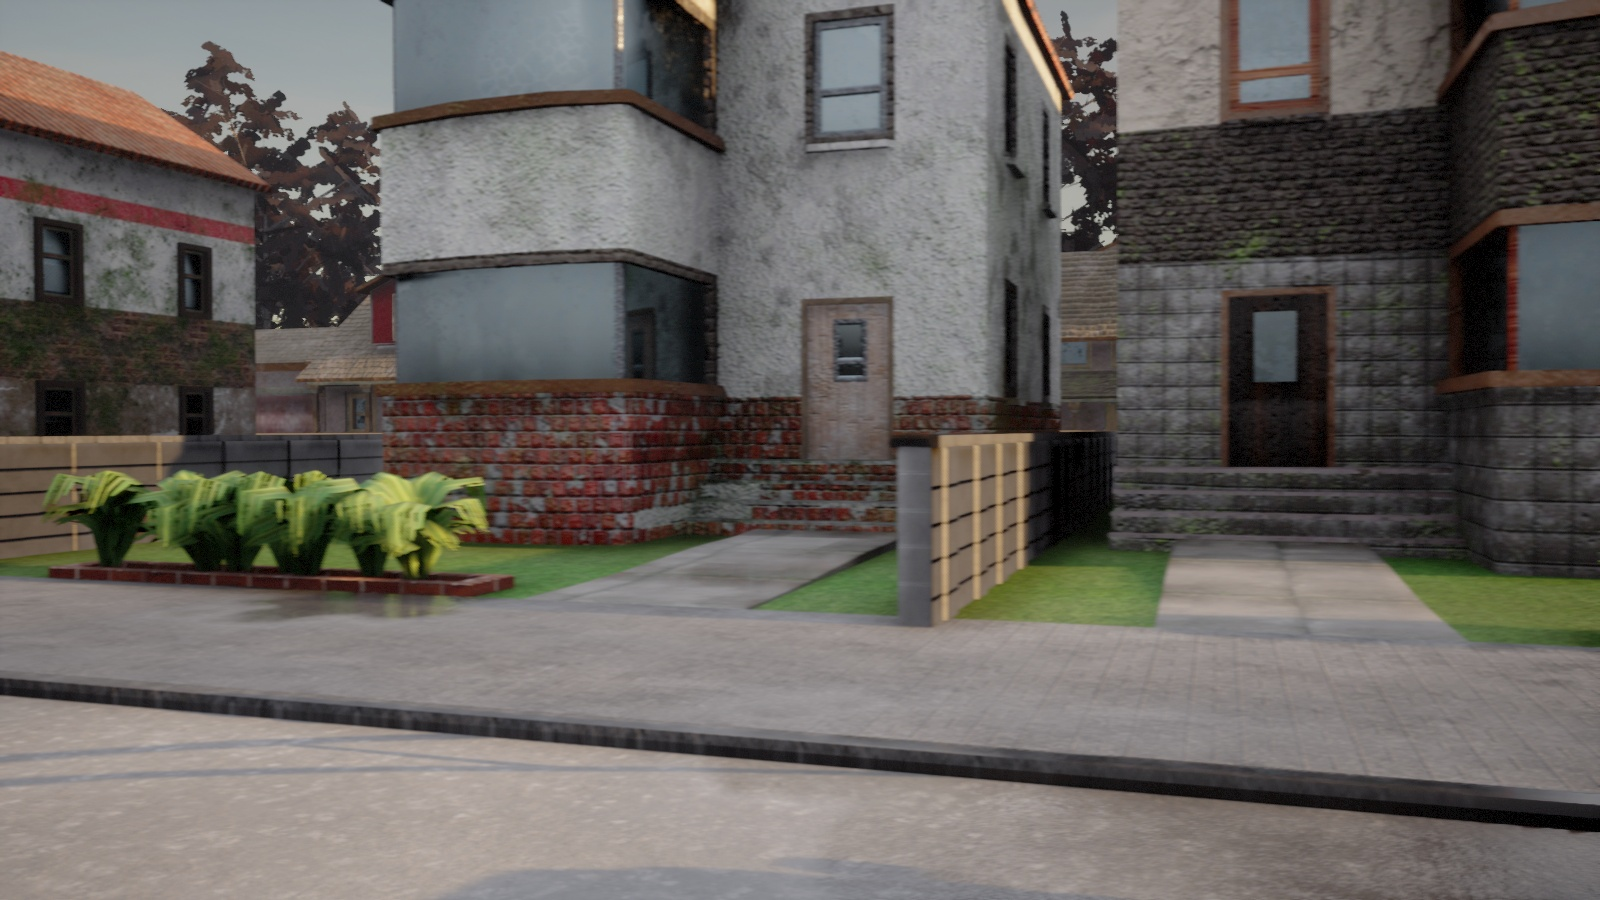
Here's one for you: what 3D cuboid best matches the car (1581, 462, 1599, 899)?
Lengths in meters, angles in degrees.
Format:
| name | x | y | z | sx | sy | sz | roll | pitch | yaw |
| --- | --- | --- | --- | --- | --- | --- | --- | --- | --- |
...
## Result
| name | x | y | z | sx | sy | sz | roll | pitch | yaw |
| --- | --- | --- | --- | --- | --- | --- | --- | --- | --- |
| car | 3.849 | 0.816 | 2.426 | 3.633 | 1.501 | 1.845 | 1 | 1 | 19 |
